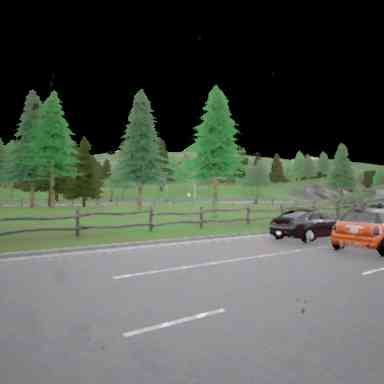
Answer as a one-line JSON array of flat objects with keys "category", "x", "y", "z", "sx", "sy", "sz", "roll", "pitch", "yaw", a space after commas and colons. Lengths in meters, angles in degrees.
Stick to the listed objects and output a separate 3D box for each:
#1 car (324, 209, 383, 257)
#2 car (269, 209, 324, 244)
[{"category": "car", "x": 7.824, "y": 1.484, "z": 13.735, "sx": 4.553, "sy": 1.767, "sz": 2.097, "roll": 1, "pitch": -1, "yaw": -35}, {"category": "car", "x": 5.974, "y": 1.644, "z": 16.713, "sx": 4.892, "sy": 1.490, "sz": 1.837, "roll": 0, "pitch": 0, "yaw": -35}]
